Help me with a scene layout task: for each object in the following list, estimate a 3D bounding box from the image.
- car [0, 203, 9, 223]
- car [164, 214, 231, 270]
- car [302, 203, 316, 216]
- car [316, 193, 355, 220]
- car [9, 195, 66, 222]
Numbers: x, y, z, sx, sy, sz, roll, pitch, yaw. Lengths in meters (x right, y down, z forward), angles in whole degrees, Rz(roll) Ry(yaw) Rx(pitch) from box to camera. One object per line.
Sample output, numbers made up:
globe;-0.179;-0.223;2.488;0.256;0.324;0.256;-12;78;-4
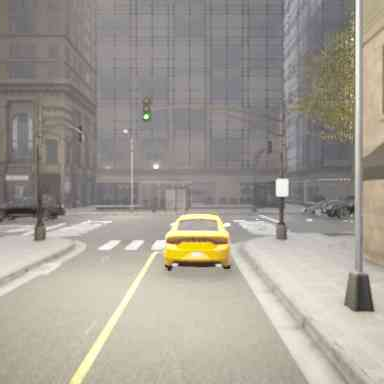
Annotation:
car;-15.380;1.625;22.511;4.674;1.442;1.812;0;0;0
car;0.266;1.474;11.081;1.882;1.535;5.008;0;0;3
car;12.259;1.346;29.336;4.902;1.511;2.128;-1;0;0
car;13.150;1.086;26.091;5.566;2.045;2.150;0;0;-1
car;-12.912;1.285;26.217;5.566;2.045;2.150;0;0;-2
